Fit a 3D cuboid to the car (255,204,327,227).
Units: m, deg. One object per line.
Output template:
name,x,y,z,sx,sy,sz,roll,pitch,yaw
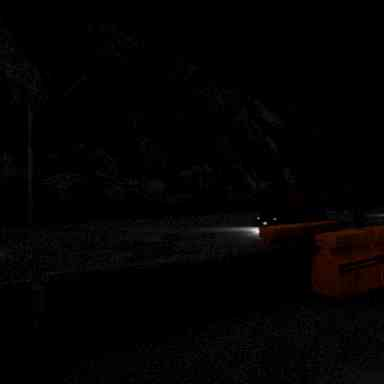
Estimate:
car,6.560,1.494,21.562,5.357,1.411,2.033,0,0,-35
